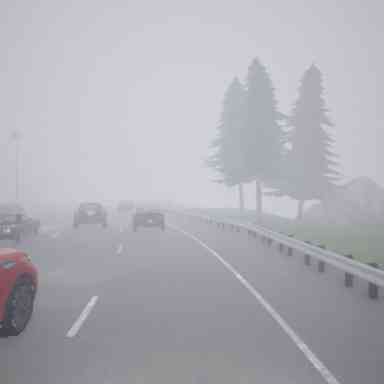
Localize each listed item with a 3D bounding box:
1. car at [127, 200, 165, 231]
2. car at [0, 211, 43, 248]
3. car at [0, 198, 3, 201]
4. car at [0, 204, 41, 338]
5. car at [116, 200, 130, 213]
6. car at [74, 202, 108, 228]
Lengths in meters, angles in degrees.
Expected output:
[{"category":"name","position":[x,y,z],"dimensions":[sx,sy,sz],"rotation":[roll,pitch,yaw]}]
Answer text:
[{"category":"car","position":[-2.928,1.543,21.407],"dimensions":[1.882,1.535,5.008],"rotation":[0,0,-13]},{"category":"car","position":[-8.850,1.694,16.182],"dimensions":[1.895,1.301,4.718],"rotation":[0,0,-11]},{"category":"car","position":[-36.541,1.900,62.207],"dimensions":[1.812,1.442,4.674],"rotation":[0,0,-16]},{"category":"car","position":[-3.694,1.254,3.505],"dimensions":[2.150,2.045,5.566],"rotation":[0,0,-2]},{"category":"car","position":[-7.792,1.627,39.026],"dimensions":[2.128,1.511,4.902],"rotation":[0,0,-16]},{"category":"car","position":[-7.072,1.450,23.468],"dimensions":[2.097,1.767,4.553],"rotation":[0,0,-14]}]
